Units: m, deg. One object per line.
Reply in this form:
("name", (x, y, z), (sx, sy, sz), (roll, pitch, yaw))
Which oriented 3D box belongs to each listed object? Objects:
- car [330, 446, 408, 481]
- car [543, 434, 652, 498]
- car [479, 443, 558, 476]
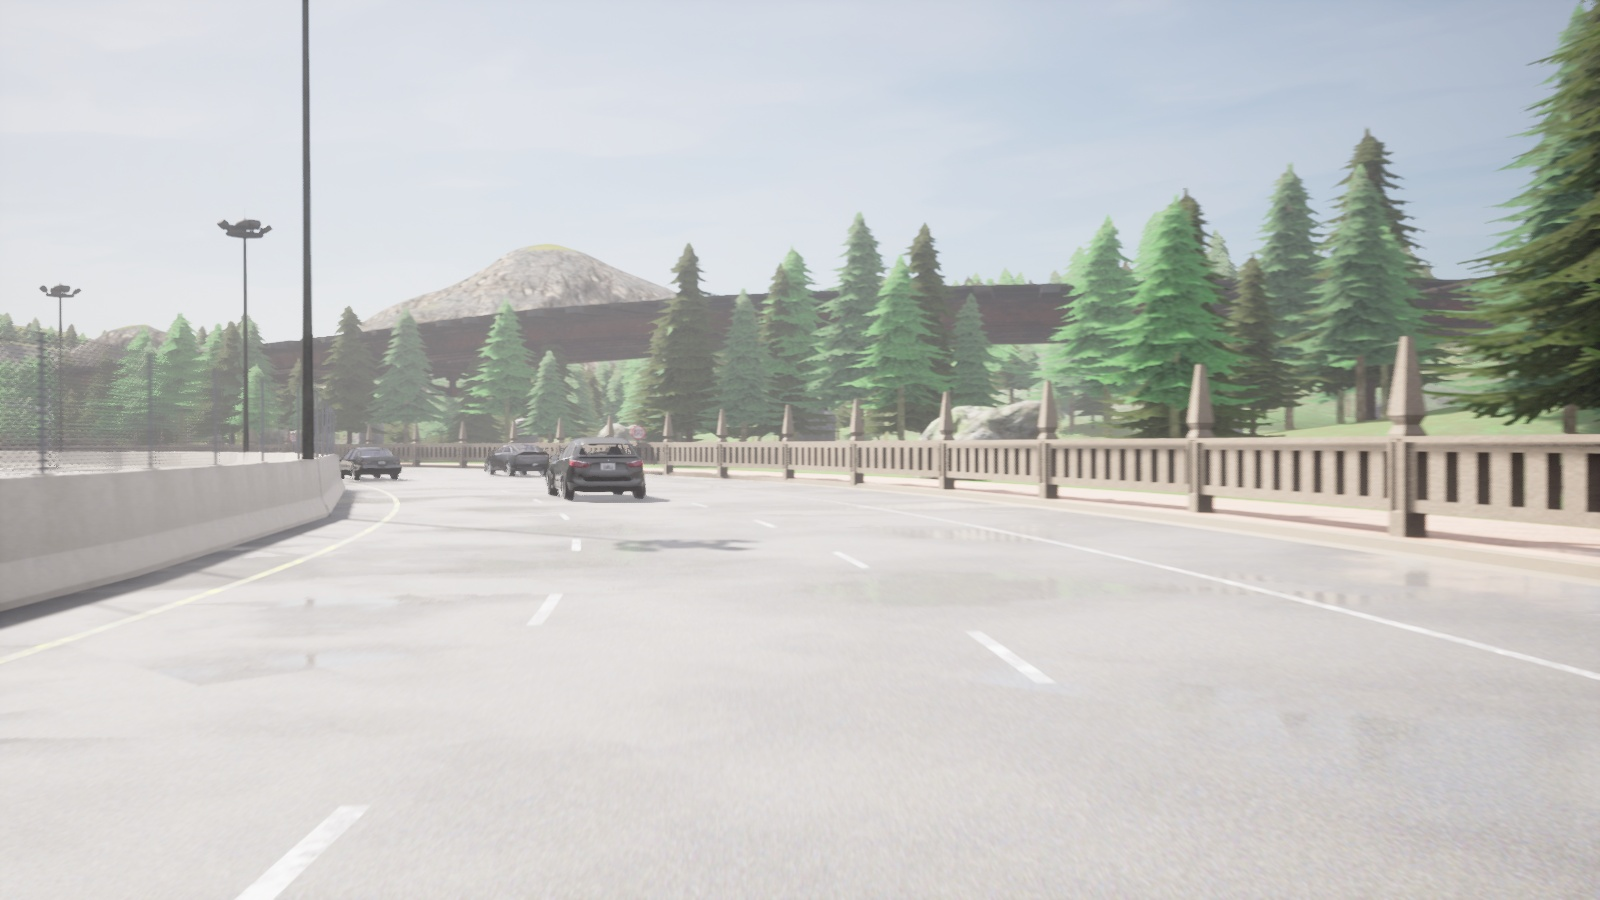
("car", (-18.702, 0.541, 54.340), (2.033, 1.411, 5.357), (0, 0, -32))
("car", (-5.741, 0.411, 35.031), (2.242, 1.667, 4.611), (0, 0, -19))
("car", (-13.220, 0.411, 58.720), (2.128, 1.511, 4.902), (0, 0, -32))
